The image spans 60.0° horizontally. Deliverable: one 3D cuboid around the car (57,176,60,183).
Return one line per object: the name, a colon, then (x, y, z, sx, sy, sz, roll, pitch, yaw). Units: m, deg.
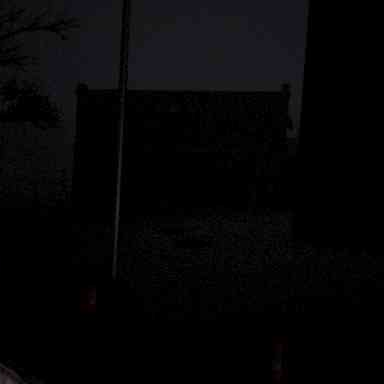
car: (-27.801, -2.541, 65.771, 5.008, 1.535, 2.097, 4, 3, 20)

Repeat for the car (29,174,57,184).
car: (-28.723, -2.585, 63.164, 4.553, 1.767, 2.185, 4, 3, 20)

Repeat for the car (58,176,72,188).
car: (-18.904, -1.380, 54.078, 1.812, 1.442, 4.674, 4, 3, 20)

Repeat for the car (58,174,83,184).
car: (-25.837, -2.831, 70.916, 4.553, 1.767, 2.185, 4, 3, 20)
